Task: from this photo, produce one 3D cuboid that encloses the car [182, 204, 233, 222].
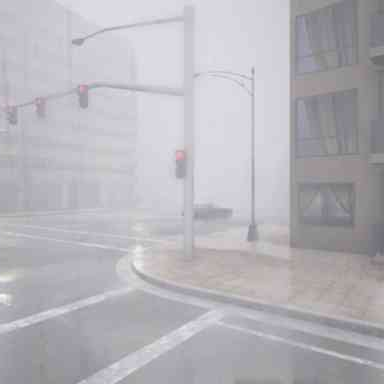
[{"bbox_3d":[1.355,1.596,26.206,1.895,1.301,4.718,0,0,36],"label":"car"}]
